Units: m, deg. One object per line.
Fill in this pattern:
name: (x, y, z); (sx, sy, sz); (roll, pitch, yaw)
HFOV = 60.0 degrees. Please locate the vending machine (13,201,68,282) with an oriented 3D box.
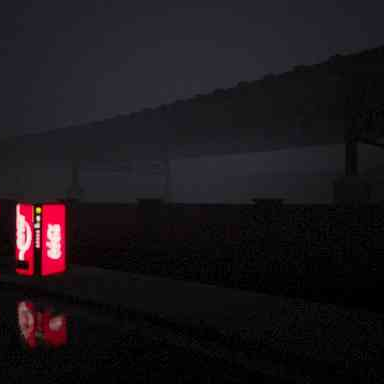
vending machine: (-4.229, 1.305, 9.339); (0.880, 2.100, 1.100); (-1, -1, 31)
